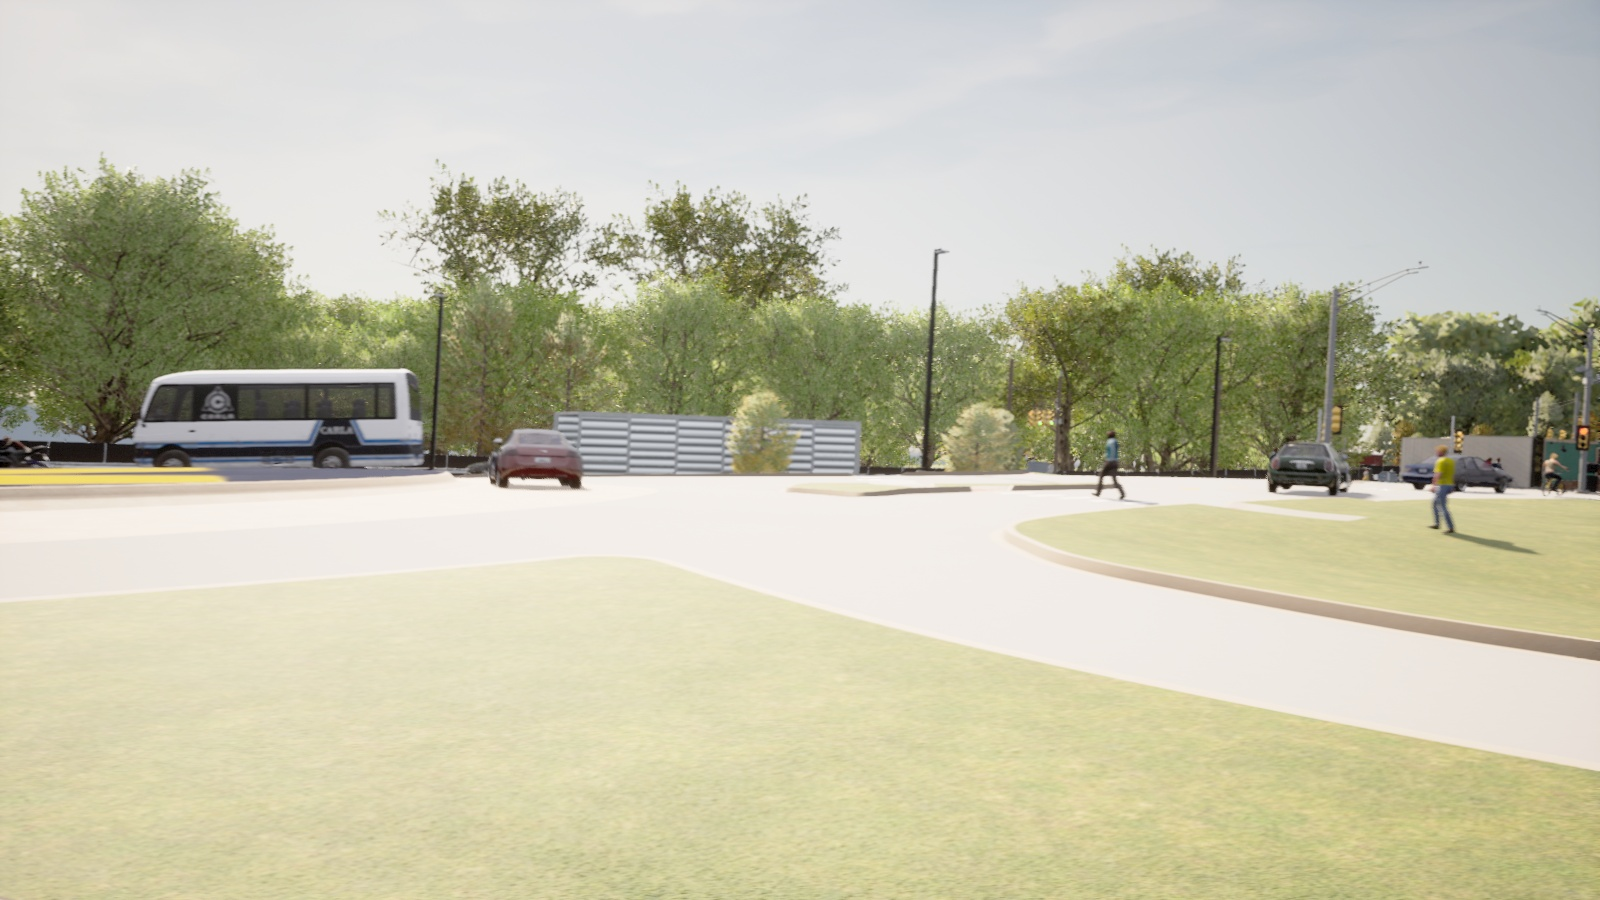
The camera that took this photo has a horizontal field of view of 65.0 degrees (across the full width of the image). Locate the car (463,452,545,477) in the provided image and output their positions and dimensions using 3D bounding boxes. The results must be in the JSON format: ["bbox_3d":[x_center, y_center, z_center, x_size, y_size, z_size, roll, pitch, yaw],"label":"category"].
[{"bbox_3d":[-19.361,0.953,82.117,4.892,1.490,1.837,2,1,-25],"label":"car"}]

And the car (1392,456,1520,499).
[{"bbox_3d":[25.357,1.070,48.503,5.357,1.411,2.033,3,1,-34],"label":"car"}]

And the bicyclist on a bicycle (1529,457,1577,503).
[{"bbox_3d":[27.741,1.103,46.279,1.509,1.612,0.866,-1,3,-31],"label":"bicyclist on a bicycle"}]

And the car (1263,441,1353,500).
[{"bbox_3d":[16.809,0.625,41.433,2.097,1.767,4.553,3,2,29],"label":"car"}]

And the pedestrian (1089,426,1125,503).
[{"bbox_3d":[7.877,0.378,32.215,0.396,1.930,0.692,3,0,-42],"label":"pedestrian"}]

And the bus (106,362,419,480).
[{"bbox_3d":[-20.230,-1.079,48.016,10.273,4.253,3.944,0,0,-8],"label":"bus"}]

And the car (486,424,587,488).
[{"bbox_3d":[-6.426,0.134,30.290,1.994,1.385,4.181,2,0,-17],"label":"car"}]

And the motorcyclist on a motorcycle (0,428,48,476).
[{"bbox_3d":[-26.495,0.079,41.949,2.191,1.530,0.866,1,-4,-18],"label":"motorcyclist on a motorcycle"}]

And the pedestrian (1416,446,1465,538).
[{"bbox_3d":[13.122,0.862,25.741,0.354,1.836,0.706,4,0,-36],"label":"pedestrian"}]
